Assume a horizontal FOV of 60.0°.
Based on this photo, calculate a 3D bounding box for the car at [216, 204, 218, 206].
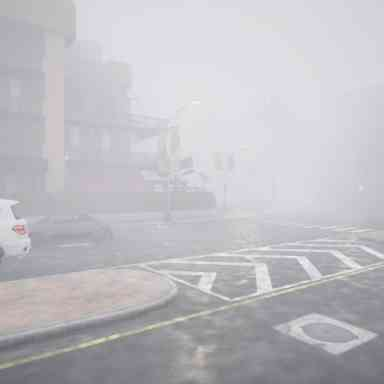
[{"bbox_3d":[1.530,1.547,49.358,2.033,1.411,5.357,0,0,-35],"label":"car"}]

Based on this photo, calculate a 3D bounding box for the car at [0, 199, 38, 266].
[{"bbox_3d":[-7.294,1.221,8.624,5.566,2.045,2.150,0,0,-35],"label":"car"}]

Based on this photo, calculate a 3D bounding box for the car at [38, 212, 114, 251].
[{"bbox_3d":[-5.494,1.564,14.205,4.181,1.385,1.994,0,0,-36],"label":"car"}]
